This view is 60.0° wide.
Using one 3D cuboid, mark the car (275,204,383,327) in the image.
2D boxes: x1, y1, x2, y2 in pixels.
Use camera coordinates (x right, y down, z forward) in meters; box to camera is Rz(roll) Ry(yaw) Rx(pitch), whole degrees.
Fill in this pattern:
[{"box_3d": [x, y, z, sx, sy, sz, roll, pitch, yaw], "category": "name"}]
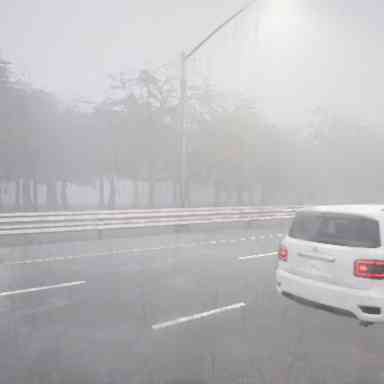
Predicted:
[{"box_3d": [4.125, 1.270, 6.802, 5.566, 2.045, 2.150, 0, 0, -35], "category": "car"}]
